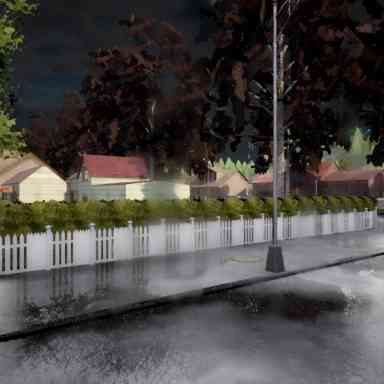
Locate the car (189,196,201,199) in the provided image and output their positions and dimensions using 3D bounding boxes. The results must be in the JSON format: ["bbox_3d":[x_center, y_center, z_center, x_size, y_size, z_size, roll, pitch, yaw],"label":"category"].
[{"bbox_3d":[1.259,1.563,45.540,1.994,1.385,4.181,0,0,-35],"label":"car"}]

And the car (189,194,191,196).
[{"bbox_3d":[-2.188,1.221,57.477,2.150,2.045,5.566,0,0,-35],"label":"car"}]
